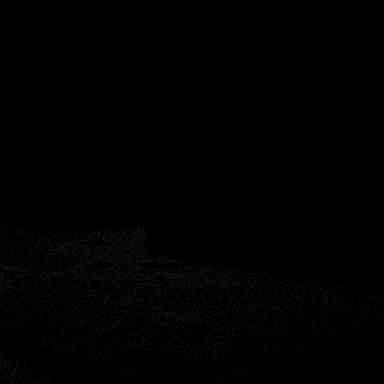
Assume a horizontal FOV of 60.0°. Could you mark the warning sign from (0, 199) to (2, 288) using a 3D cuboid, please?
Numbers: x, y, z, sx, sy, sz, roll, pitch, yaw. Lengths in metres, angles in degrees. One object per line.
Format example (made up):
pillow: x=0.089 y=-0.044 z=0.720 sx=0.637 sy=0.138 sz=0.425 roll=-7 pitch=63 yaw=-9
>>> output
warning sign: x=-4.794 y=1.064 z=6.753 sx=1.060 sy=1.860 sz=1.300 roll=1 pitch=0 yaw=36
